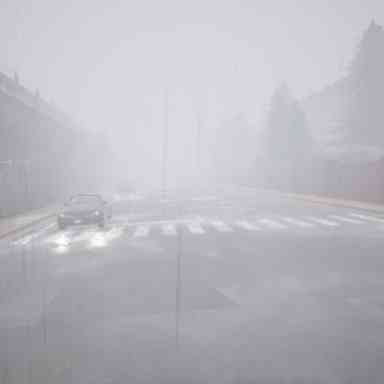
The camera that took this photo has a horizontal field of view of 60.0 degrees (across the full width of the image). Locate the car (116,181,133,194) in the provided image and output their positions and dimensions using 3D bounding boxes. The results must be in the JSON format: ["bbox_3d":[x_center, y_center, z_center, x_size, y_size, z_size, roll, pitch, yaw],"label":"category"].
[{"bbox_3d":[-8.392,-0.616,41.672,1.882,1.535,5.008,-3,4,-7],"label":"car"}]

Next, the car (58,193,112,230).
[{"bbox_3d":[-4.939,0.797,15.776,1.812,1.442,4.674,-3,3,-7],"label":"car"}]
